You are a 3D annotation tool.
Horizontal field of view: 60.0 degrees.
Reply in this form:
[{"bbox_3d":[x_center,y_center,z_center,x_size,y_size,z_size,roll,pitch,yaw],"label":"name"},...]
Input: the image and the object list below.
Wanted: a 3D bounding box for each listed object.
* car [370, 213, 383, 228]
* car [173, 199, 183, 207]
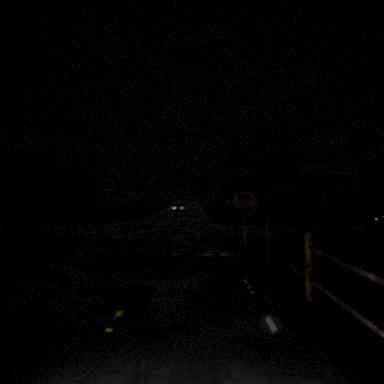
[{"bbox_3d":[13.891,1.710,21.479,4.181,1.385,1.994,0,-3,0],"label":"car"},{"bbox_3d":[-2.746,2.175,66.513,1.882,1.535,5.008,0,-1,0],"label":"car"}]
